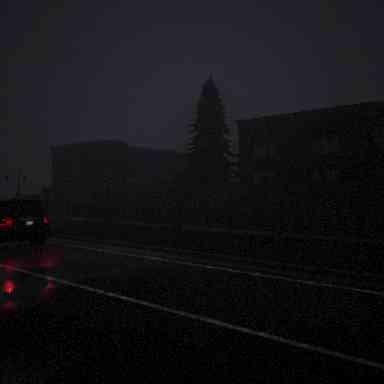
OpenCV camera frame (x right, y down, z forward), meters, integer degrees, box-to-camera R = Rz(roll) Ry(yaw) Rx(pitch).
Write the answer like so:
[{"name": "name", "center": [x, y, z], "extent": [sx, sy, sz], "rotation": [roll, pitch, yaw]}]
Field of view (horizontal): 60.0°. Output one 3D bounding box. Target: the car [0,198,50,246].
[{"name": "car", "center": [-8.293, 1.257, 14.084], "extent": [5.566, 2.045, 2.150], "rotation": [0, 0, 36]}]
